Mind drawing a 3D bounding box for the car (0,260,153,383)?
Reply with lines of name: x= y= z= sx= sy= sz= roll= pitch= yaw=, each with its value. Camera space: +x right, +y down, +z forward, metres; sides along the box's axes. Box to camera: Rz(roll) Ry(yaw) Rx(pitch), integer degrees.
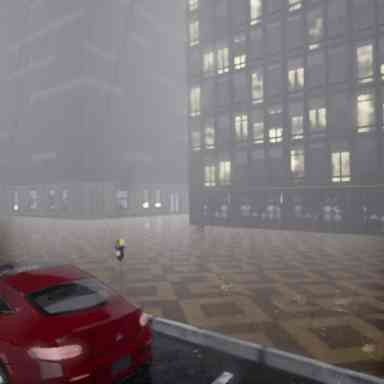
car: x=-2.407 y=1.624 z=4.594 sx=4.206 sy=1.307 sz=1.802 roll=-1 pitch=-1 yaw=35
